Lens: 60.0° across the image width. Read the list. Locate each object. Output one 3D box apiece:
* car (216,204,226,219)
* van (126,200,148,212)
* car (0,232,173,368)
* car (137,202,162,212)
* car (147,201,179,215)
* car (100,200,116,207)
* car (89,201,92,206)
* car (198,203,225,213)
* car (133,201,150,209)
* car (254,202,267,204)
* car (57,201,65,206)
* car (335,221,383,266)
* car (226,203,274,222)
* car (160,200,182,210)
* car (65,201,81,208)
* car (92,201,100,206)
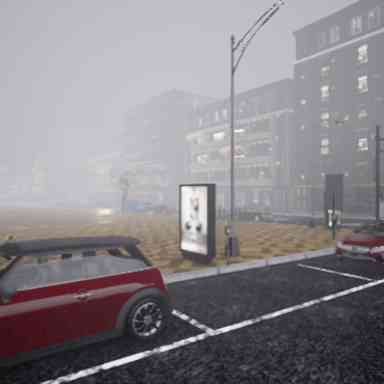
[{"bbox_3d":[2.398,2.119,35.637,2.008,1.369,4.403,-1,0,-36],"label":"car"},{"bbox_3d":[-8.603,2.185,50.996,1.690,1.788,3.998,-1,0,-36],"label":"van"},{"bbox_3d":[-2.390,1.446,4.864,4.097,1.590,1.967,0,-1,-35],"label":"car"},{"bbox_3d":[-6.847,2.357,53.134,1.837,1.490,4.892,0,-1,-35],"label":"car"},{"bbox_3d":[-3.682,2.265,44.110,1.887,1.381,4.507,-1,0,-36],"label":"car"},{"bbox_3d":[-20.111,2.734,81.223,1.967,1.590,4.097,-1,0,-36],"label":"car"},{"bbox_3d":[-26.642,3.004,90.244,1.887,1.381,4.507,-1,0,-36],"label":"car"},{"bbox_3d":[2.821,2.303,49.696,1.802,1.307,4.206,-1,0,-36],"label":"car"},{"bbox_3d":[-10.309,2.631,67.691,1.802,1.307,4.206,-1,0,-36],"label":"car"},{"bbox_3d":[8.081,2.031,42.515,1.967,1.590,4.097,-1,0,-36],"label":"car"},{"bbox_3d":[-33.430,3.013,85.329,1.887,1.381,4.507,-1,0,-36],"label":"car"},{"bbox_3d":[6.611,1.659,11.282,4.206,1.307,1.802,0,-1,-35],"label":"car"},{"bbox_3d":[5.665,2.037,31.126,2.008,1.369,4.403,-1,0,-36],"label":"car"},{"bbox_3d":[-3.775,2.325,58.673,1.967,1.590,4.097,-1,0,-36],"label":"car"},{"bbox_3d":[-26.897,2.854,76.308,2.008,1.369,4.403,-1,0,-36],"label":"car"},{"bbox_3d":[-23.375,2.942,85.733,1.947,1.339,4.313,-1,0,-36],"label":"car"}]
